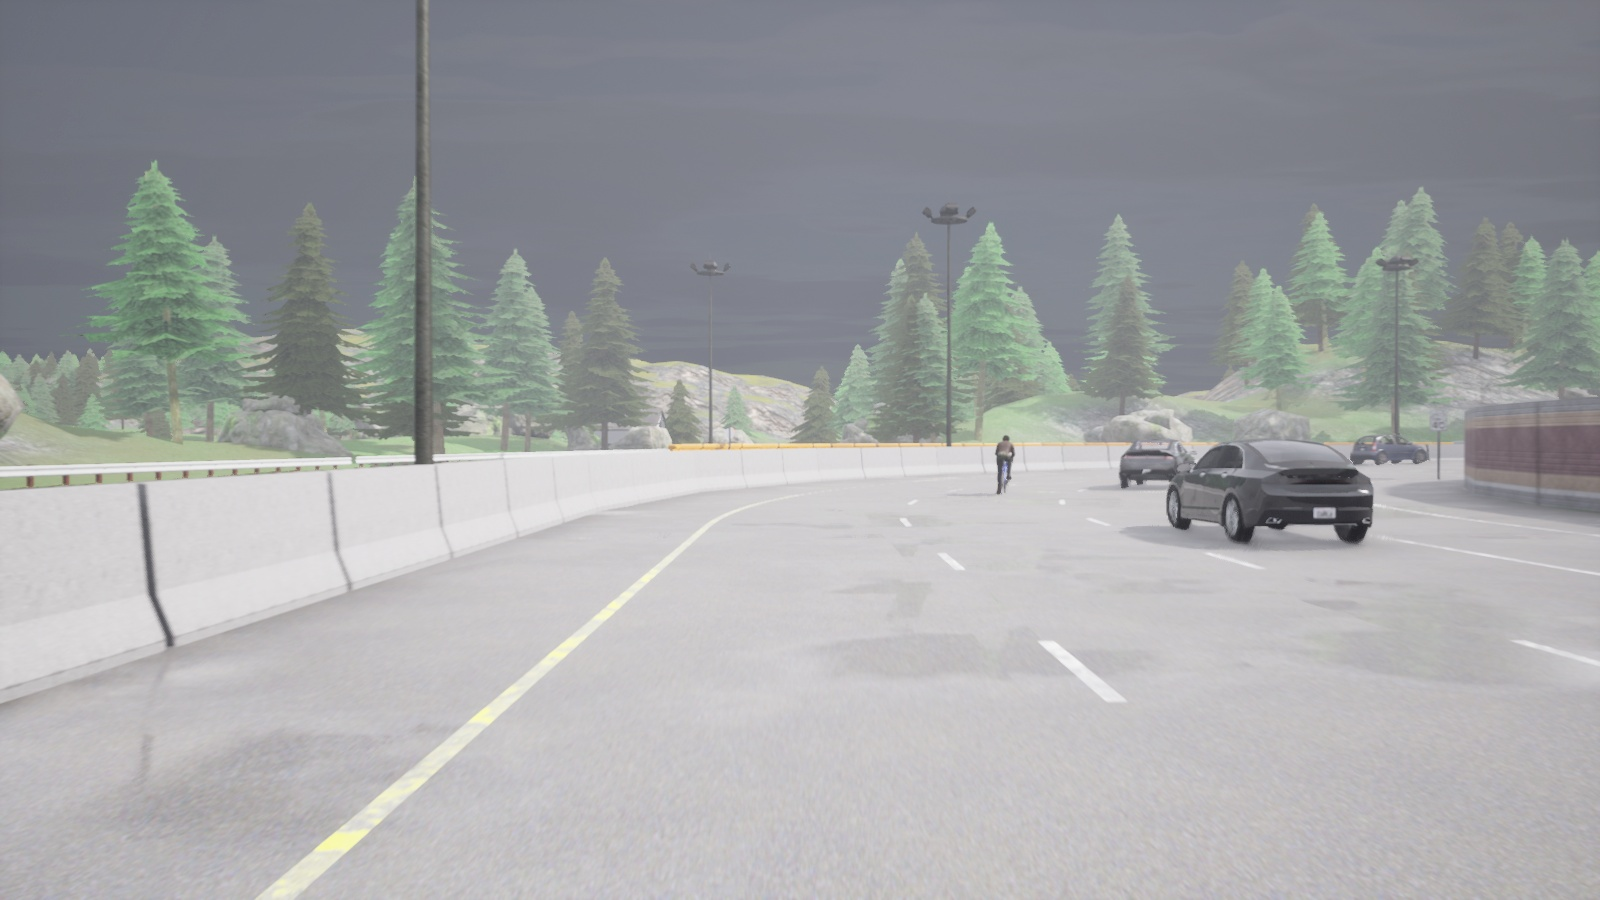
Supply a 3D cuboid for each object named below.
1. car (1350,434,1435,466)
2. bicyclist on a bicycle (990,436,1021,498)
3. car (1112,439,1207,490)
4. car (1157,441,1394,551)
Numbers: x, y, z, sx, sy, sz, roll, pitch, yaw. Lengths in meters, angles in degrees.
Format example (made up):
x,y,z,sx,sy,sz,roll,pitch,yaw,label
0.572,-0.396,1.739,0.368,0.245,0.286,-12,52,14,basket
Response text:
x,y,z,sx,sy,sz,roll,pitch,yaw,label
31.462,-0.001,66.677,3.988,1.617,1.851,-1,0,-22,car
5.581,0.441,34.039,0.582,1.620,1.656,1,1,16,bicyclist on a bicycle
11.324,0.407,39.344,2.128,1.511,4.902,0,0,25,car
7.132,0.607,19.447,1.837,1.490,4.892,0,0,0,car
